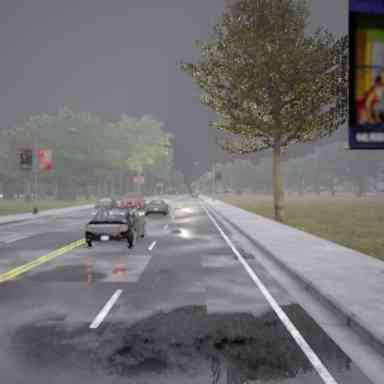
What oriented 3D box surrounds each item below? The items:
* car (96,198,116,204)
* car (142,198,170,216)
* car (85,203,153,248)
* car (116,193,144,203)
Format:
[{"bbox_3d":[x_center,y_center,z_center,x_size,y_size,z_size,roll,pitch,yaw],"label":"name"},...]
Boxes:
[{"bbox_3d":[-9.838,1.397,38.513,1.812,1.442,4.674,0,0,0],"label":"car"},{"bbox_3d":[-3.149,1.458,31.066,1.994,1.385,4.181,0,0,0],"label":"car"},{"bbox_3d":[-3.148,1.441,14.443,2.128,1.511,4.902,0,0,0],"label":"car"},{"bbox_3d":[-6.593,1.094,37.539,2.150,2.045,5.566,0,0,0],"label":"car"}]
